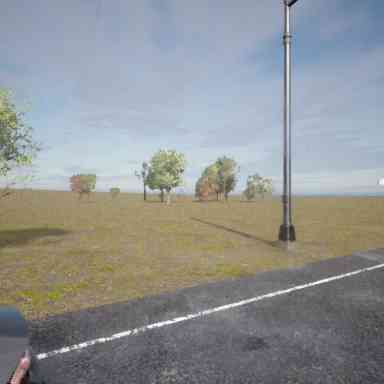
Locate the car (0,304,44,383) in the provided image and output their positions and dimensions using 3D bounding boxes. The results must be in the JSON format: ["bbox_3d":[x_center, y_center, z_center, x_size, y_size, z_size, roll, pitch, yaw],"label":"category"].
[{"bbox_3d":[-3.374,1.491,1.582,4.902,1.511,2.128,0,0,-36],"label":"car"}]
